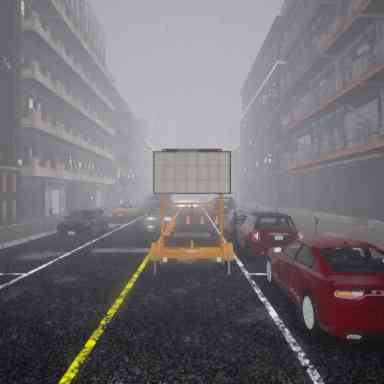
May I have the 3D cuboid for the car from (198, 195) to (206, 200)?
[{"bbox_3d":[2.694,1.516,91.131,1.887,1.381,4.507,0,0,0],"label":"car"}]

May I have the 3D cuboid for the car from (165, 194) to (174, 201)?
[{"bbox_3d":[-5.687,1.415,85.499,1.967,1.590,4.097,0,0,0],"label":"car"}]

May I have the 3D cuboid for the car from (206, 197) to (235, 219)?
[{"bbox_3d":[2.694,1.312,29.131,2.192,1.841,5.009,0,0,0],"label":"car"}]

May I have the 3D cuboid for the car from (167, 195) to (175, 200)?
[{"bbox_3d":[-5.686,1.516,91.136,1.887,1.381,4.507,0,0,0],"label":"car"}]

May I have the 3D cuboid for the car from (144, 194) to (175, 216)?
[{"bbox_3d":[-3.100,1.218,33.111,2.150,2.045,5.566,0,0,0],"label":"car"}]

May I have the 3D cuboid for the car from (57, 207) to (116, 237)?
[{"bbox_3d":[-5.689,1.565,17.861,1.947,1.339,4.313,0,0,0],"label":"car"}]

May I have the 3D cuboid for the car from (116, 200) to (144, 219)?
[{"bbox_3d":[-5.688,1.523,28.965,1.752,1.417,4.829,0,0,0],"label":"car"}]

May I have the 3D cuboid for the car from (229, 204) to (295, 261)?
[{"bbox_3d":[2.692,1.440,12.223,1.967,1.590,4.097,0,0,0],"label":"car"}]

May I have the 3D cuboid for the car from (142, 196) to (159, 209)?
[{"bbox_3d":[-5.688,1.432,46.045,1.967,1.590,4.097,0,0,0],"label":"car"}]

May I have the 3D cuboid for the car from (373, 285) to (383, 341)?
[{"bbox_3d":[2.691,1.566,0.949,1.947,1.339,4.313,0,0,0],"label":"car"}]

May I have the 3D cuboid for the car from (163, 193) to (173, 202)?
[{"bbox_3d":[-5.686,1.293,79.863,2.192,1.841,5.009,0,0,0],"label":"car"}]

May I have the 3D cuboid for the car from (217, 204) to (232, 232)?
[{"bbox_3d":[2.692,1.550,17.858,2.008,1.369,4.403,0,0,0],"label":"car"}]

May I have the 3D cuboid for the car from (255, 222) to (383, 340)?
[{"bbox_3d":[2.692,1.545,6.586,1.887,1.381,4.507,0,0,0],"label":"car"}]

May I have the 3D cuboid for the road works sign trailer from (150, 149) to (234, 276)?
[{"bbox_3d":[0.000,0.465,10.355,2.380,3.560,2.880,0,0,0],"label":"road works sign trailer"}]

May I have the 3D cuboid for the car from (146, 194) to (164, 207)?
[{"bbox_3d":[-5.687,1.305,51.681,2.192,1.841,5.009,0,0,0],"label":"car"}]

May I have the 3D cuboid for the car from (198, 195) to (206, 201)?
[{"bbox_3d":[2.694,1.503,80.029,1.752,1.417,4.829,0,0,0],"label":"car"}]

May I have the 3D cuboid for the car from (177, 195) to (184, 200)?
[{"bbox_3d":[-2.998,1.451,88.667,1.882,1.535,5.008,0,0,0],"label":"car"}]
